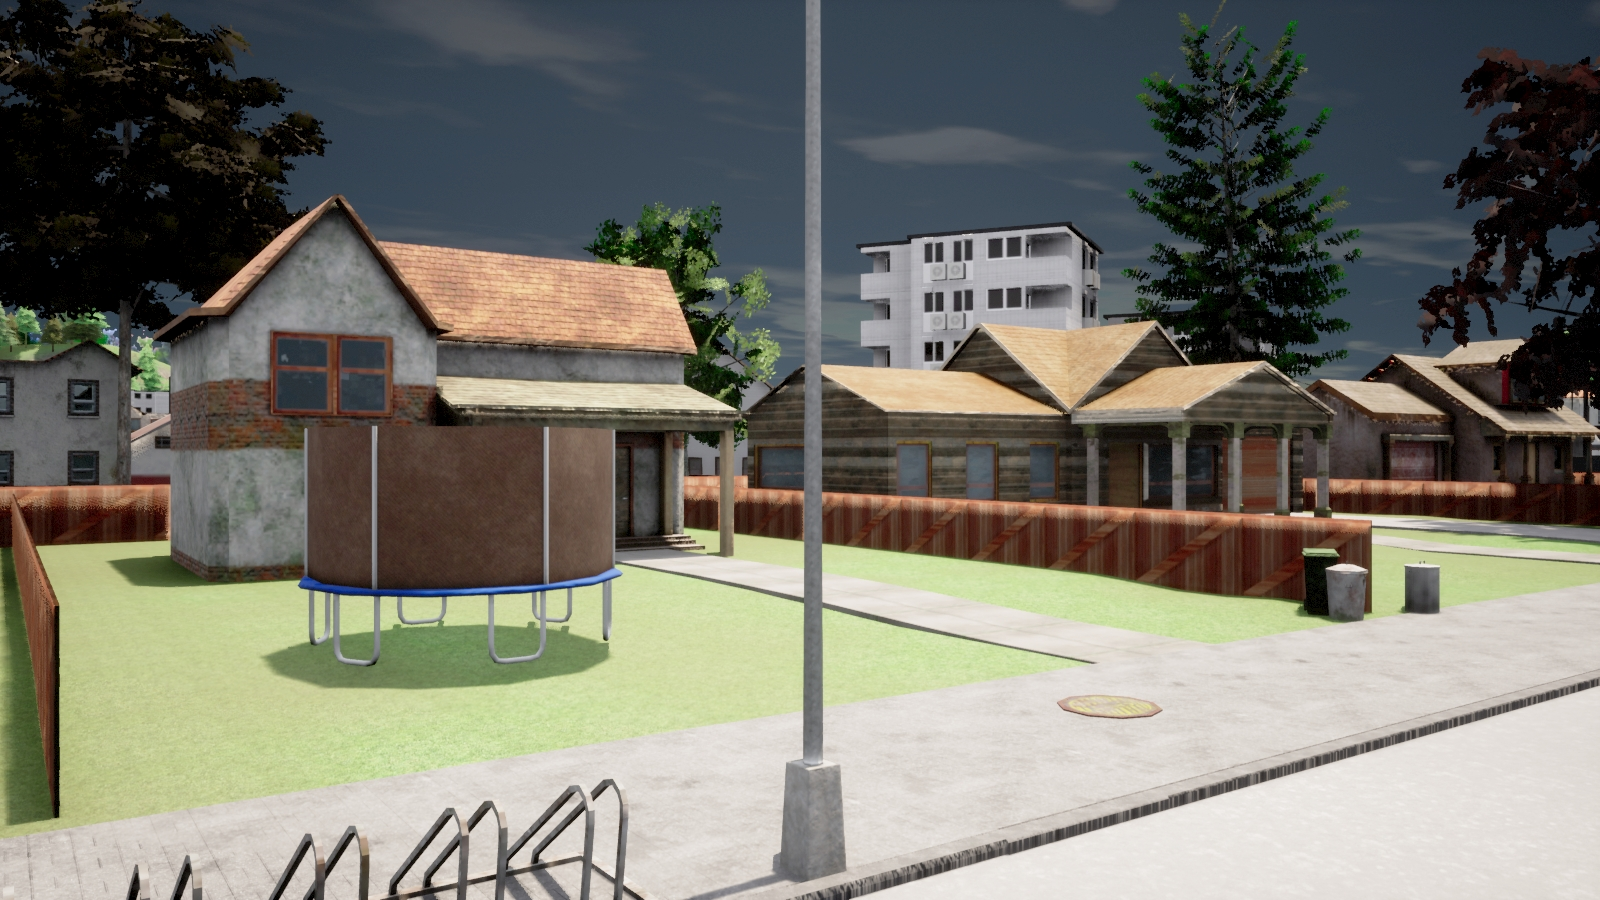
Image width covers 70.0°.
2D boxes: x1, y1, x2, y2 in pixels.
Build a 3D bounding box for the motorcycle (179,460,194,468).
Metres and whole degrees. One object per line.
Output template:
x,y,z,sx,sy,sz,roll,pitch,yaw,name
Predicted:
-97.038,2.186,180.606,2.033,1.199,0.803,0,0,-35,motorcycle
